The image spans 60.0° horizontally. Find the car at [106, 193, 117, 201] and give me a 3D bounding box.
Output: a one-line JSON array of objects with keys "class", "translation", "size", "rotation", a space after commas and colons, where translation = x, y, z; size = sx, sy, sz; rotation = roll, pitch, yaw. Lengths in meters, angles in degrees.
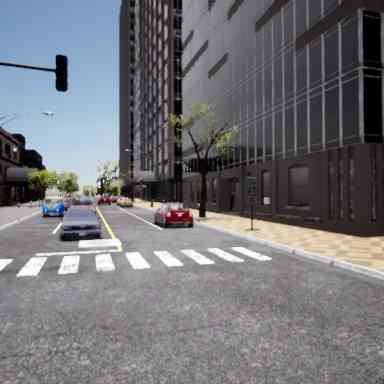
[{"class": "car", "translation": [-19.550, 1.299, 80.418], "size": [2.192, 1.841, 5.009], "rotation": [1, 0, -17]}]

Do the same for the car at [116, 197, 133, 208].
[{"class": "car", "translation": [-9.658, 1.517, 48.894], "size": [1.752, 1.417, 4.829], "rotation": [1, 0, -17]}]

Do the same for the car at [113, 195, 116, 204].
[{"class": "car", "translation": [-11.316, 1.516, 54.175], "size": [1.752, 1.417, 4.829], "rotation": [1, 0, -17]}]

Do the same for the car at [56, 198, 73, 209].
[{"class": "car", "translation": [-17.607, 1.551, 46.233], "size": [1.947, 1.339, 4.313], "rotation": [1, 0, -17]}]

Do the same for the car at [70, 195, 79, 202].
[{"class": "car", "translation": [-27.501, 1.503, 77.754], "size": [1.752, 1.417, 4.829], "rotation": [1, 0, -17]}]

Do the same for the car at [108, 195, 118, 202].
[{"class": "car", "translation": [-17.946, 1.511, 75.298], "size": [1.752, 1.417, 4.829], "rotation": [1, 0, -17]}]

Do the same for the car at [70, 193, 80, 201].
[{"class": "car", "translation": [-29.206, 1.291, 83.198], "size": [2.192, 1.841, 5.009], "rotation": [1, 0, -17]}]

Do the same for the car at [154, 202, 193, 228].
[{"class": "car", "translation": [-1.318, 1.439, 22.328], "size": [1.967, 1.590, 4.097], "rotation": [1, 0, -17]}]

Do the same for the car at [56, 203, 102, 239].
[{"class": "car", "translation": [-5.974, 1.542, 17.707], "size": [2.033, 1.411, 5.357], "rotation": [0, 0, -21]}]

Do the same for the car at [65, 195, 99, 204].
[{"class": "car", "translation": [-8.911, 1.344, 27.159], "size": [2.097, 1.767, 4.553], "rotation": [0, 0, -17]}]

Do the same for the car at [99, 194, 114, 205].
[{"class": "car", "translation": [-15.131, 1.339, 57.309], "size": [2.097, 1.767, 4.553], "rotation": [0, 0, -17]}]

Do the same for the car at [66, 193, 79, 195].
[{"class": "car", "translation": [-20.918, 1.298, 56.795], "size": [2.192, 1.841, 5.009], "rotation": [1, 0, -17]}]

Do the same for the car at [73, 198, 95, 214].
[{"class": "car", "translation": [-11.991, 1.481, 37.069], "size": [2.128, 1.511, 4.902], "rotation": [0, 0, -17]}]

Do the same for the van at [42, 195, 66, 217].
[{"class": "van", "translation": [-12.632, 1.330, 30.393], "size": [1.690, 1.788, 3.998], "rotation": [1, 0, -17]}]

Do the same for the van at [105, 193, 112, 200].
[{"class": "van", "translation": [-22.865, 1.323, 90.979], "size": [1.690, 1.788, 3.998], "rotation": [1, 0, -17]}]

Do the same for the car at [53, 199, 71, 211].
[{"class": "car", "translation": [-15.950, 1.569, 40.953], "size": [1.802, 1.307, 4.206], "rotation": [1, 0, -17]}]
